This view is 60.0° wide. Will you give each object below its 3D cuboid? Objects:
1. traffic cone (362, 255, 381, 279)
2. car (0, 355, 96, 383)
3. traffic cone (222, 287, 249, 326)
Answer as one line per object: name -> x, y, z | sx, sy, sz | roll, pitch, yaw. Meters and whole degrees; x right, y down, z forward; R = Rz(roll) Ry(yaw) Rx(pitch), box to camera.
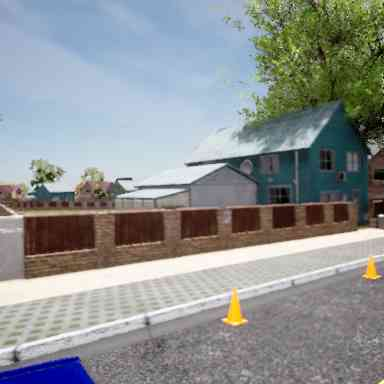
traffic cone -> 4.763, 1.961, 8.837 | 0.340, 0.580, 0.340 | 0, 0, -37
car -> -2.393, 1.622, 0.884 | 4.718, 1.301, 1.895 | 0, 0, -35
traffic cone -> 0.756, 1.974, 5.843 | 0.340, 0.580, 0.340 | 0, 0, -37
